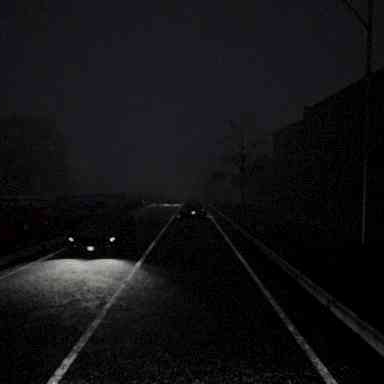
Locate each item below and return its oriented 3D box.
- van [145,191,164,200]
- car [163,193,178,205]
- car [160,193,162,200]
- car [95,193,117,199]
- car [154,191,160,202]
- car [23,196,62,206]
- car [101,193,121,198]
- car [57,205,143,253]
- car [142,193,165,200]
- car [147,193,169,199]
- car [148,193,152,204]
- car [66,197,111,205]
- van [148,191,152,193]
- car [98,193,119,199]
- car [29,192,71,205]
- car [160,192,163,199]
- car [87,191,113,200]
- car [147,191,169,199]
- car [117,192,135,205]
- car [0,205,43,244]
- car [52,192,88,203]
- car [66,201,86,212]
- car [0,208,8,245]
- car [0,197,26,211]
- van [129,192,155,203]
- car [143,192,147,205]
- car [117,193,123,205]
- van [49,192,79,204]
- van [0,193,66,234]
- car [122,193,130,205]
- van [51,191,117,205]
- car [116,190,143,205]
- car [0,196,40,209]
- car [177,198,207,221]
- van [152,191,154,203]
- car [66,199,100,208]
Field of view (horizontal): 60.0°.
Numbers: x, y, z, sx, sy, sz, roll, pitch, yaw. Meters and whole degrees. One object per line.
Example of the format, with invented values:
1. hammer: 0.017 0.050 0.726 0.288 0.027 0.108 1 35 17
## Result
1. van: -9.085 0.837 80.481 4.442 1.987 1.878 0 1 0
2. car: -3.309 1.285 55.104 1.812 1.442 4.674 0 0 0
3. car: -8.947 1.240 66.461 4.674 1.452 2.002 0 0 0
4. car: -22.059 1.010 85.231 5.008 1.535 2.097 0 1 0
5. car: -8.911 0.993 58.049 5.566 2.045 2.435 0 0 0
6. car: -21.978 1.307 49.142 4.792 1.488 2.163 0 0 0
7. car: -22.090 0.976 90.782 4.792 1.488 2.163 0 1 0
8. car: -3.349 1.478 13.640 2.033 1.411 5.357 0 0 0
9. car: -8.959 1.095 77.681 5.008 1.535 2.097 0 1 0
10. car: -8.790 0.996 86.090 5.366 1.575 1.946 0 1 0
11. car: -8.922 1.275 49.639 4.892 1.521 2.231 0 0 0
12. car: -8.890 1.364 24.410 5.008 1.535 2.097 0 0 0
13. van: -9.048 1.038 52.441 4.442 1.987 1.878 0 0 0
14. car: -22.063 0.980 88.007 4.892 1.521 2.231 0 1 0
15. car: -22.040 1.016 51.916 5.566 2.045 2.435 0 0 0
16. car: -8.983 1.210 69.269 4.792 1.488 2.163 0 1 0
17. car: -22.018 0.822 79.677 5.566 2.045 2.435 0 1 0
18. car: -8.950 0.716 88.890 5.566 2.045 2.435 0 1 0
19. car: -8.879 1.198 35.622 4.553 1.767 2.185 0 0 0
20. car: -8.910 1.433 13.196 4.792 1.488 2.163 0 0 0
21. car: -22.050 0.986 60.243 5.566 2.045 2.435 0 0 0
22. car: -8.859 1.413 18.803 4.792 1.488 2.163 0 0 0
23. car: -9.063 1.411 10.393 5.366 1.575 1.946 0 0 0
24. car: -21.999 1.318 38.037 4.892 1.521 2.231 0 0 0
25. van: -9.059 1.008 60.849 4.442 1.987 1.878 0 0 0
26. car: -8.889 1.053 41.228 5.566 2.045 2.435 0 0 0
27. car: -8.934 1.218 30.015 4.553 1.767 2.185 0 0 0
28. van: -22.135 1.022 57.467 4.442 1.987 1.878 0 0 0
29. van: -8.768 1.168 15.999 4.442 1.987 1.878 0 0 0
30. car: -8.875 1.208 32.819 4.553 1.767 2.185 0 0 0
31. van: -8.783 1.128 27.212 4.442 1.987 1.878 0 0 0
32. car: -8.885 1.063 38.425 5.566 2.045 2.435 0 0 0
33. car: -21.811 1.304 40.814 5.366 1.575 1.946 0 0 0
34. car: 0.102 1.448 25.733 1.994 1.385 4.181 0 0 0
35. van: -9.052 1.028 55.244 4.442 1.987 1.878 0 0 0
36. car: -8.863 1.403 21.606 4.792 1.488 2.163 0 0 0
